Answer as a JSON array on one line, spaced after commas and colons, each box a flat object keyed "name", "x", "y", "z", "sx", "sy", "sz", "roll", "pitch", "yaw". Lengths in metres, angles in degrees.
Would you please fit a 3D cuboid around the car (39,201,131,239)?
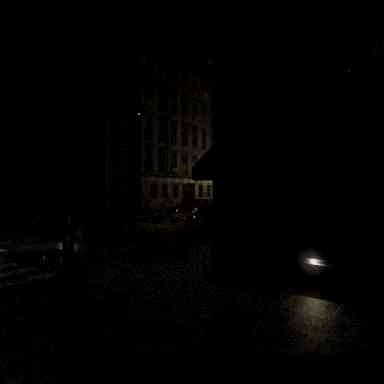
[{"name": "car", "x": -5.159, "y": 1.457, "z": 17.779, "sx": 1.882, "sy": 1.535, "sz": 5.008, "roll": 0, "pitch": 0, "yaw": 34}]

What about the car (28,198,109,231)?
[{"name": "car", "x": -6.931, "y": 1.282, "z": 19.670, "sx": 2.192, "sy": 1.841, "sz": 5.009, "roll": 0, "pitch": 0, "yaw": 36}]

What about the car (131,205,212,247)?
[{"name": "car", "x": -0.308, "y": 1.530, "z": 15.136, "sx": 1.752, "sy": 1.417, "sz": 4.829, "roll": 0, "pitch": 0, "yaw": 36}]

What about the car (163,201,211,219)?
[{"name": "car", "x": -0.330, "y": 1.521, "z": 28.912, "sx": 1.947, "sy": 1.339, "sz": 4.313, "roll": 0, "pitch": 0, "yaw": 36}]

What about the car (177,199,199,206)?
[{"name": "car", "x": 0.676, "y": 1.321, "z": 25.948, "sx": 2.097, "sy": 1.767, "sz": 4.553, "roll": 0, "pitch": 0, "yaw": 35}]

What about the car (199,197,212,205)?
[{"name": "car", "x": 2.896, "y": 1.314, "z": 19.618, "sx": 2.192, "sy": 1.841, "sz": 5.009, "roll": 0, "pitch": 0, "yaw": 36}]
